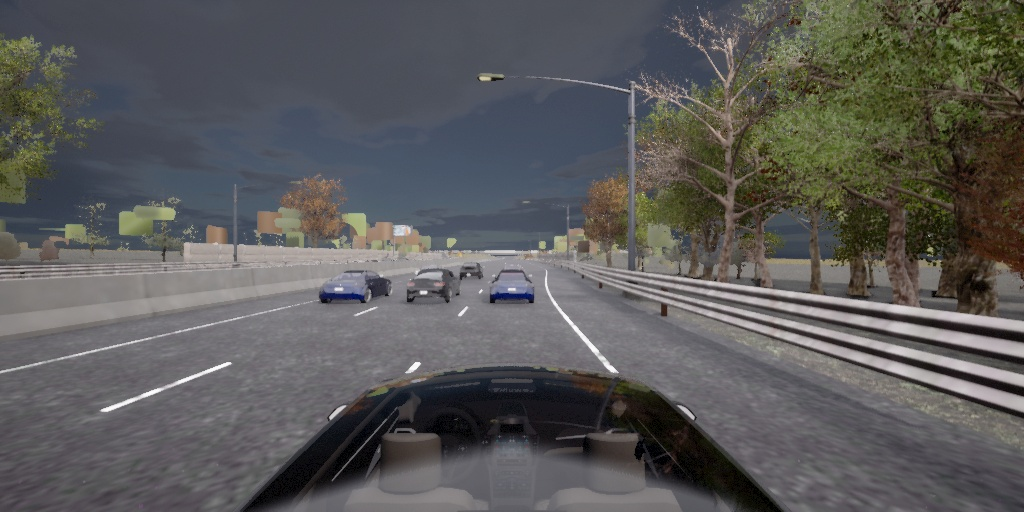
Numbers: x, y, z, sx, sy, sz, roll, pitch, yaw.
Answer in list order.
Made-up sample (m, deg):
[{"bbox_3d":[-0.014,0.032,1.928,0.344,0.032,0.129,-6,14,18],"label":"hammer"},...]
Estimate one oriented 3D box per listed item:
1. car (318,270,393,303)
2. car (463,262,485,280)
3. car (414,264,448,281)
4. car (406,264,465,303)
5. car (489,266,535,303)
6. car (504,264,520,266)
[{"bbox_3d":[-7.000,1.322,16.501,1.994,1.385,4.181,0,0,0],"label":"car"},{"bbox_3d":[-3.500,1.276,31.501,1.837,1.490,4.892,0,0,0],"label":"car"},{"bbox_3d":[-7.000,1.375,31.531,1.895,1.301,4.718,0,0,0],"label":"car"},{"bbox_3d":[-3.500,1.283,16.501,1.812,1.442,4.674,0,0,0],"label":"car"},{"bbox_3d":[0.000,1.322,16.501,1.994,1.385,4.181,0,0,0],"label":"car"},{"bbox_3d":[0.000,1.376,31.531,1.895,1.301,4.718,0,0,0],"label":"car"}]
